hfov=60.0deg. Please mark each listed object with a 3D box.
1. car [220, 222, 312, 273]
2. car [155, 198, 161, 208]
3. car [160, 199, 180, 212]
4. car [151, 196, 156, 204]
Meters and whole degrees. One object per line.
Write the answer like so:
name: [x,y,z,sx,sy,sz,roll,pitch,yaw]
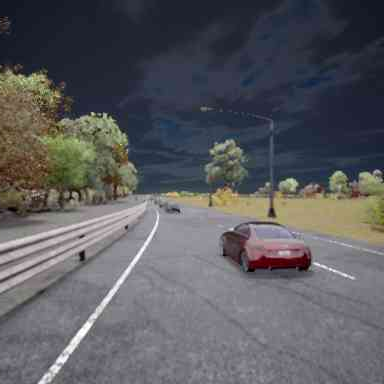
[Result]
car: [2.263,1.682,11.198,1.994,1.385,4.181,0,-1,-9]
car: [-4.958,2.040,59.156,2.033,1.411,5.357,0,0,-9]
car: [-2.709,1.929,44.223,2.033,1.411,5.357,0,0,-9]
car: [-8.002,2.176,79.368,2.033,1.411,5.357,0,0,-9]
